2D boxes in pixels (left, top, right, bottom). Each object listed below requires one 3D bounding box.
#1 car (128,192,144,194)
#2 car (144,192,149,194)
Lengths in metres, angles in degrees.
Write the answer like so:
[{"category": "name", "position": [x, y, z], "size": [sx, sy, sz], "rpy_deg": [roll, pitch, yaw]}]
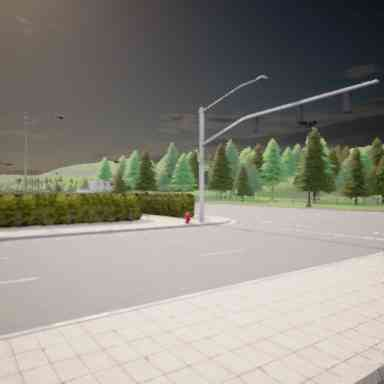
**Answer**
[{"category": "car", "position": [-12.233, 1.232, 66.484], "size": [2.150, 2.045, 5.566], "rpy_deg": [0, 0, -35]}, {"category": "car", "position": [-11.912, 1.071, 78.350], "size": [2.150, 2.045, 5.566], "rpy_deg": [0, 0, -35]}]
